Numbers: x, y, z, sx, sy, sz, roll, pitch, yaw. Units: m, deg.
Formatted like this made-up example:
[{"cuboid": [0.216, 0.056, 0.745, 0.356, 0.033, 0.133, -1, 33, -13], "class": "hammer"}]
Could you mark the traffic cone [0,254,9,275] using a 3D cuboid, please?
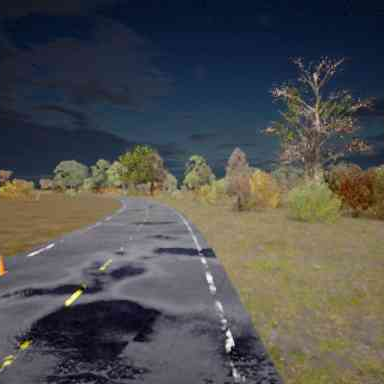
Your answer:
[{"cuboid": [-5.263, 1.932, 9.076, 0.340, 0.580, 0.340, 0, 0, -2], "class": "traffic cone"}]
